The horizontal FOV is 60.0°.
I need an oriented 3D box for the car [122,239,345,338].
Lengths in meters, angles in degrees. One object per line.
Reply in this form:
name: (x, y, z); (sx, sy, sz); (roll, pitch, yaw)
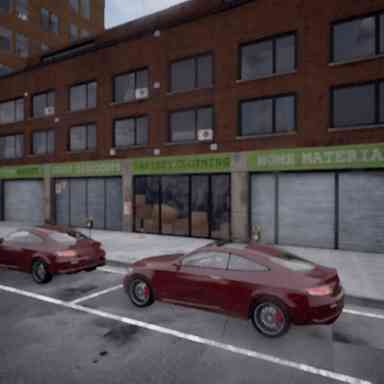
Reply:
car: (0.595, 1.573, 6.337); (4.206, 1.307, 1.802); (0, 0, 31)

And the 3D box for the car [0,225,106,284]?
car: (-4.249, 1.565, 9.267); (4.206, 1.307, 1.802); (0, 0, 31)
